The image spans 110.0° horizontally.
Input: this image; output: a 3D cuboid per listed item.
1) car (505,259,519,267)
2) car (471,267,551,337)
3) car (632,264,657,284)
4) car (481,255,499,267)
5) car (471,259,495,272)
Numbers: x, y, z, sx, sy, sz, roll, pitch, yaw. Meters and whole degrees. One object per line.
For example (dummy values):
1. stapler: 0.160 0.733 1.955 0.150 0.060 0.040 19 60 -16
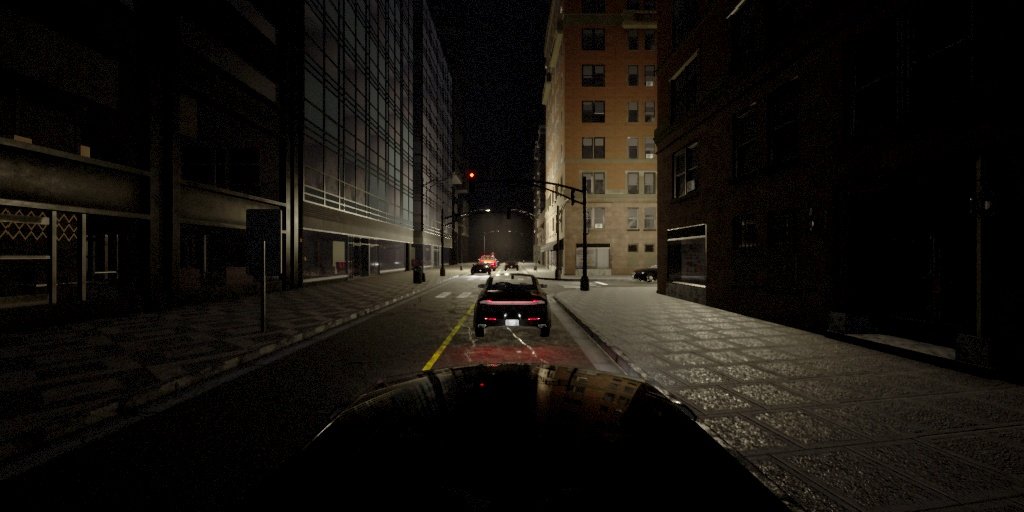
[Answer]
1. car: -0.065 1.241 50.852 1.812 1.442 4.674 0 0 0
2. car: 0.016 1.240 10.256 2.128 1.511 4.902 0 0 0
3. car: 11.256 1.197 26.087 4.902 1.511 2.128 0 0 0
4. car: -3.232 0.940 47.548 2.150 2.045 5.566 0 0 0
5. car: -3.210 1.290 38.129 1.994 1.385 4.181 0 0 0
